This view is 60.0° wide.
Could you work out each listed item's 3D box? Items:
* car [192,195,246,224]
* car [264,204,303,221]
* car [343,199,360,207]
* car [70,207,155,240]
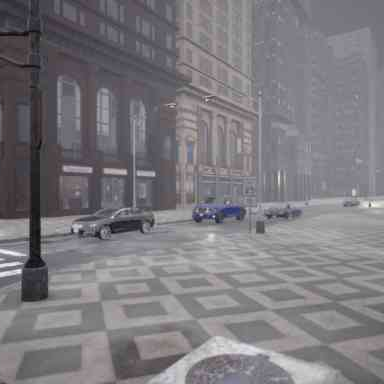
[{"bbox_3d":[2.253,1.295,26.135,2.150,2.045,5.566,0,0,35],"label":"car"},{"bbox_3d":[7.945,1.684,28.587,1.895,1.301,4.718,0,0,36],"label":"car"},{"bbox_3d":[25.747,1.764,53.480,1.895,1.301,4.718,0,0,36],"label":"car"},{"bbox_3d":[-3.995,1.533,17.409,2.128,1.511,4.902,0,0,34],"label":"car"}]
